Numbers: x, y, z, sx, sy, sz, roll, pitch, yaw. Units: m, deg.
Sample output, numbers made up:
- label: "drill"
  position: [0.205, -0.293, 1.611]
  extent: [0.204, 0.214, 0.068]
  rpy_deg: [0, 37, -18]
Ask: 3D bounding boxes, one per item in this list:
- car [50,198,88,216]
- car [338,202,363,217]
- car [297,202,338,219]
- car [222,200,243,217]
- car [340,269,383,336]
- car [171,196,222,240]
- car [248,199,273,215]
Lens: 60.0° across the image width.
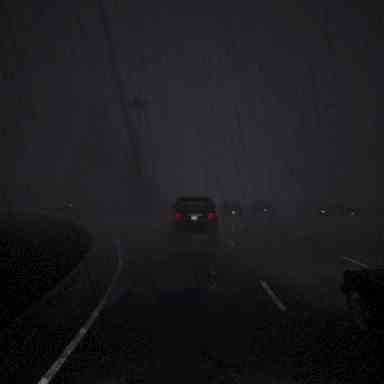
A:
- label: "car"
  position: [-12.372, 1.348, 33.317]
  extent: [4.553, 1.767, 2.097]
  rpy_deg: [0, 0, 42]
- label: "car"
  position: [14.095, 1.602, 31.445]
  extent: [1.895, 1.301, 4.718]
  rpy_deg: [0, 0, 0]
- label: "car"
  position: [10.596, 1.565, 28.929]
  extent: [1.994, 1.385, 4.181]
  rpy_deg: [0, 0, 0]
- label: "car"
  position: [3.596, 1.504, 31.302]
  extent: [1.837, 1.490, 4.892]
  rpy_deg: [0, 0, 0]
- label: "car"
  position: [3.601, 1.601, 3.884]
  extent: [1.895, 1.301, 4.718]
  rpy_deg: [0, 0, 0]
- label: "car"
  position: [0.098, 1.222, 17.237]
  extent: [2.150, 2.045, 5.566]
  rpy_deg: [0, 0, 0]
- label: "car"
  position: [7.097, 1.505, 34.567]
  extent: [1.837, 1.490, 4.892]
  rpy_deg: [0, 0, 0]
